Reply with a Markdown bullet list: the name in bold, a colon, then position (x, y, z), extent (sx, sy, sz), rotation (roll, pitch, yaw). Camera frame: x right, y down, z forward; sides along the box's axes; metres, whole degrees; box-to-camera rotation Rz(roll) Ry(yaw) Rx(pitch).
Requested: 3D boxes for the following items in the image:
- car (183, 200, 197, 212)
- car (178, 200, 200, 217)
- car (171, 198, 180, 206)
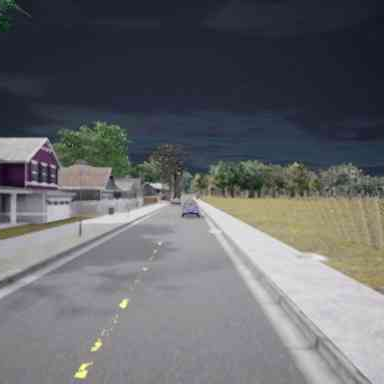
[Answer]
- **car**: position (-0.248, 1.893, 46.840), extent (1.837, 1.490, 4.892), rotation (0, 0, 0)
- **car**: position (-0.147, 1.836, 34.631), extent (2.033, 1.411, 5.357), rotation (0, 0, -1)
- **car**: position (-3.261, 1.992, 68.100), extent (1.882, 1.535, 5.008), rotation (0, 0, 0)
